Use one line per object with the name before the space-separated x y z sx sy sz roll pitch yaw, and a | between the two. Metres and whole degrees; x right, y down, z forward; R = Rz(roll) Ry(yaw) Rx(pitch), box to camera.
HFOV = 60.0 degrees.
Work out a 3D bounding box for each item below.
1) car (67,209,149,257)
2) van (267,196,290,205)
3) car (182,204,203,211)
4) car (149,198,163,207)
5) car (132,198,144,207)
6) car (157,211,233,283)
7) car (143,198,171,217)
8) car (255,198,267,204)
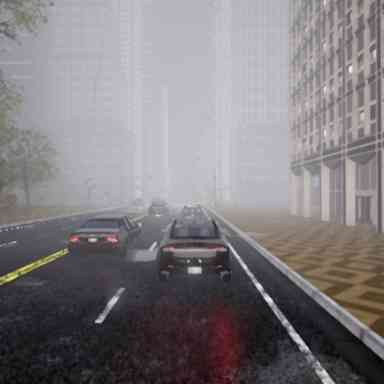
car | -3.175 1.600 13.141 2.033 1.411 5.357 0 0 0
van | 18.244 1.816 68.905 3.998 1.788 1.690 0 0 2
car | 0.047 1.758 31.484 1.895 1.301 4.718 0 0 0
car | -6.605 1.866 61.386 1.882 1.535 5.008 0 -1 0
car | -9.855 1.866 61.377 1.882 1.535 5.008 0 -1 0
car | 0.069 1.530 9.801 2.128 1.511 4.902 0 0 0
car | -3.206 1.660 33.091 2.128 1.511 4.902 0 0 0
car | 16.960 2.058 77.073 4.829 1.417 1.752 0 0 2
